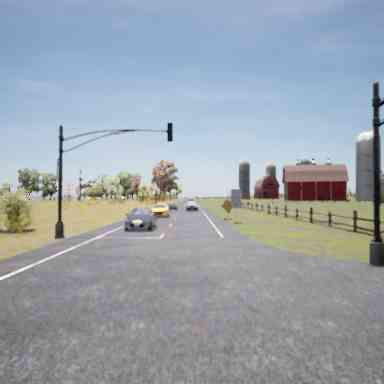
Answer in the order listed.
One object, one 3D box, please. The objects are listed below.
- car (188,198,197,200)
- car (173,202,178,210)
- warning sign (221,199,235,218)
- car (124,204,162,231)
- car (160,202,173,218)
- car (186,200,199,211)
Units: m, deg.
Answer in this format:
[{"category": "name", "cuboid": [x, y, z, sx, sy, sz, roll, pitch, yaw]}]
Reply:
[{"category": "car", "cuboid": [0.019, 2.232, 64.535, 2.150, 2.045, 5.566, 0, -1, 0]}, {"category": "car", "cuboid": [-3.494, 2.448, 57.486, 1.994, 1.385, 4.181, 0, -1, 0]}, {"category": "warning sign", "cuboid": [3.556, 1.675, 33.140, 1.300, 1.860, 1.060, 0, -1, 0]}, {"category": "car", "cuboid": [-3.599, 1.865, 23.784, 2.128, 1.511, 4.902, 0, -1, -2]}, {"category": "car", "cuboid": [-3.576, 2.067, 37.858, 1.882, 1.535, 5.008, 0, -1, 0]}, {"category": "car", "cuboid": [0.015, 2.461, 54.526, 1.895, 1.301, 4.718, 0, -1, 0]}]
